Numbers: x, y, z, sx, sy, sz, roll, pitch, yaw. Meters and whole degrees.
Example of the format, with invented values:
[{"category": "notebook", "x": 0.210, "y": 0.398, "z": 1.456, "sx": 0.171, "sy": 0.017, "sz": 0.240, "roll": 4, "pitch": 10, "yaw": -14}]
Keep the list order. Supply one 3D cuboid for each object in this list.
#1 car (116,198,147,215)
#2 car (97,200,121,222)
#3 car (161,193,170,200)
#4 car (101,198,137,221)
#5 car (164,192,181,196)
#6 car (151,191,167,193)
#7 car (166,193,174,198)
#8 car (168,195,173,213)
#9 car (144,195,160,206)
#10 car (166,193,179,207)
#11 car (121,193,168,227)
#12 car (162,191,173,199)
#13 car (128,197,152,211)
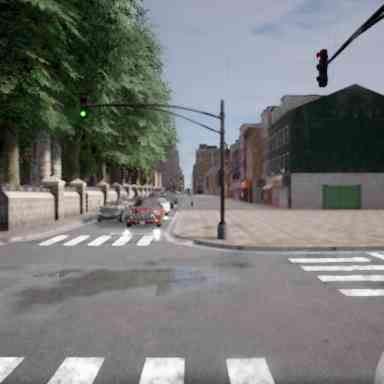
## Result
[{"category": "car", "x": -5.530, "y": 1.278, "z": 30.981, "sx": 2.008, "sy": 1.369, "sz": 4.403, "roll": 1, "pitch": 0, "yaw": 0}, {"category": "car", "x": -5.503, "y": 1.337, "z": 23.846, "sx": 2.008, "sy": 1.369, "sz": 4.403, "roll": 1, "pitch": 0, "yaw": 0}, {"category": "car", "x": -5.857, "y": 0.979, "z": 74.411, "sx": 1.752, "sy": 1.417, "sz": 4.829, "roll": 1, "pitch": 0, "yaw": 0}, {"category": "car", "x": -5.542, "y": 1.295, "z": 25.819, "sx": 1.752, "sy": 1.417, "sz": 4.829, "roll": 1, "pitch": 0, "yaw": 0}, {"category": "car", "x": -3.106, "y": 1.158, "z": 49.265, "sx": 1.994, "sy": 1.385, "sz": 4.181, "roll": 0, "pitch": 0, "yaw": 0}, {"category": "car", "x": -5.689, "y": 0.885, "z": 52.779, "sx": 2.192, "sy": 1.841, "sz": 5.009, "roll": 1, "pitch": 0, "yaw": 0}, {"category": "car", "x": -5.980, "y": 0.916, "z": 90.762, "sx": 1.752, "sy": 1.417, "sz": 4.829, "roll": 1, "pitch": 0, "yaw": 0}, {"category": "car", "x": -2.988, "y": 1.261, "z": 30.161, "sx": 1.812, "sy": 1.442, "sz": 4.674, "roll": 0, "pitch": 0, "yaw": -1}, {"category": "car", "x": -5.654, "y": 1.187, "z": 47.331, "sx": 1.802, "sy": 1.307, "sz": 4.206, "roll": 1, "pitch": 0, "yaw": 0}, {"category": "car", "x": -3.061, "y": 1.155, "z": 39.408, "sx": 2.128, "sy": 1.511, "sz": 4.902, "roll": 0, "pitch": 0, "yaw": 0}, {"category": "car", "x": -2.886, "y": 1.162, "z": 21.201, "sx": 2.097, "sy": 1.767, "sz": 4.553, "roll": 0, "pitch": 0, "yaw": -2}, {"category": "car", "x": -5.895, "y": 0.745, "z": 80.030, "sx": 2.192, "sy": 1.841, "sz": 5.009, "roll": 1, "pitch": 0, "yaw": 0}, {"category": "car", "x": -5.571, "y": 1.250, "z": 36.431, "sx": 1.947, "sy": 1.339, "sz": 4.313, "roll": 1, "pitch": 0, "yaw": 0}]
